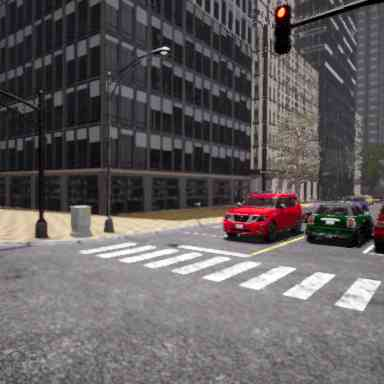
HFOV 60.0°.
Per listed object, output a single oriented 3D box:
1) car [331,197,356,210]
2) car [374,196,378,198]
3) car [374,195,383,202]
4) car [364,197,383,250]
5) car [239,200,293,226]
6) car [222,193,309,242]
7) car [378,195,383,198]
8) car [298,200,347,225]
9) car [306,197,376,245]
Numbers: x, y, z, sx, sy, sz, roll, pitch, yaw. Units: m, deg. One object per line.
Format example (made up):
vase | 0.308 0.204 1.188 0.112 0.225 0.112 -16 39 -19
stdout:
car | 18.666 1.373 40.947 1.947 1.339 4.313 1 0 37
car | 28.629 1.309 54.405 1.752 1.417 4.829 1 0 37
car | 38.793 1.308 68.137 2.008 1.369 4.403 1 0 37
car | 8.630 1.296 13.303 2.192 1.841 5.009 1 0 37
car | 5.146 1.358 22.683 1.752 1.417 4.829 1 0 37
car | 3.636 1.104 16.259 2.150 2.045 5.566 1 1 36
car | 35.439 1.348 63.605 1.802 1.307 4.206 1 0 37
car | 9.722 1.420 24.499 2.033 1.411 5.357 1 1 37
car | 6.987 1.287 15.497 2.097 1.767 4.553 1 1 37
